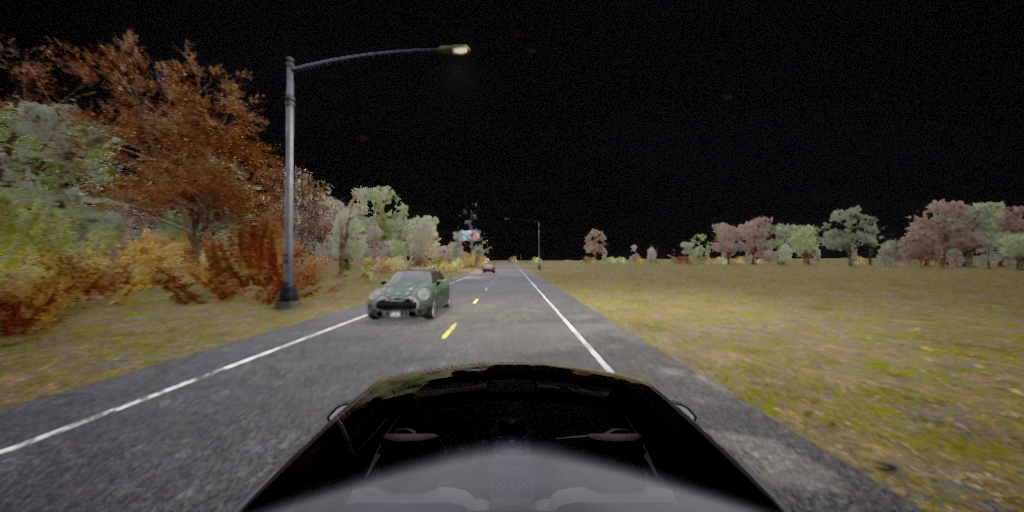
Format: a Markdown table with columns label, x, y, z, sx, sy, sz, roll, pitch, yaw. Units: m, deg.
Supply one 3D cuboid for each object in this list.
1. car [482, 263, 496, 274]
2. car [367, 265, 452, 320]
| label | x | y | z | sx | sy | sz | roll | pitch | yaw |
| --- | --- | --- | --- | --- | --- | --- | --- | --- | --- |
| car | -3.553 | 1.878 | 55.035 | 1.882 | 1.535 | 5.008 | 0 | -1 | 0 |
| car | -3.601 | 1.244 | 13.338 | 2.097 | 1.767 | 4.553 | 0 | -1 | 0 |
